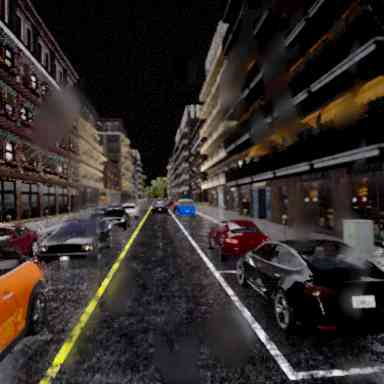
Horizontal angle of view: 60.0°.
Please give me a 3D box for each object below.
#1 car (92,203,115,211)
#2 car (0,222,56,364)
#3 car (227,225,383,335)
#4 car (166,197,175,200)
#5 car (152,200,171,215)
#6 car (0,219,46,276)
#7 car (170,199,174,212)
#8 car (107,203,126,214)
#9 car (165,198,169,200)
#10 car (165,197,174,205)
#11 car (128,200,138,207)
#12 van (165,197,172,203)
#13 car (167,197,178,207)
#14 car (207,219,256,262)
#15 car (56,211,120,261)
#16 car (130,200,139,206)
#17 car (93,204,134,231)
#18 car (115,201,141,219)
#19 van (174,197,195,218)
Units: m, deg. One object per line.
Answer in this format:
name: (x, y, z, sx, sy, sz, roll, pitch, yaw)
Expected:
car: (-8.974, 2.041, 33.580, 1.947, 1.339, 4.313, 0, -1, -6)
car: (-3.344, 1.445, 3.746, 2.097, 1.767, 4.553, -1, -1, -7)
car: (2.169, 1.577, 6.673, 1.947, 1.339, 4.313, 0, -1, -6)
car: (-3.439, 1.941, 62.100, 2.192, 1.841, 5.009, 0, -1, -6)
car: (-3.881, 2.002, 40.553, 1.994, 1.385, 4.181, -1, -1, -5)
car: (-6.732, 1.774, 11.410, 1.887, 1.381, 4.507, 0, -1, -6)
car: (-1.755, 1.985, 45.470, 1.887, 1.381, 4.507, 0, -1, -6)
car: (-10.095, 2.164, 44.664, 1.947, 1.339, 4.313, 0, -1, -6)
car: (-4.871, 2.053, 50.445, 1.837, 1.490, 4.892, -1, 0, -6)
car: (-5.680, 2.189, 84.270, 2.192, 1.841, 5.009, 0, -1, -6)
car: (-12.898, 2.489, 72.377, 1.802, 1.307, 4.206, 0, -1, -6)
van: (-6.801, 2.340, 95.354, 1.690, 1.788, 3.998, 0, -1, -6)
car: (-3.999, 2.003, 67.642, 2.192, 1.841, 5.009, 0, -1, -6)
car: (1.608, 1.654, 12.215, 1.802, 1.307, 4.206, 0, -1, -6)
car: (-4.320, 1.745, 13.204, 2.033, 1.411, 5.357, -1, -1, -6)
car: (-13.459, 2.551, 77.919, 1.802, 1.307, 4.206, 0, -1, -6)
car: (-5.325, 1.834, 23.193, 1.812, 1.442, 4.674, -1, 0, -6)
car: (-6.319, 1.947, 33.392, 1.812, 1.442, 4.674, -1, -1, -5)
van: (-0.636, 1.659, 34.388, 1.690, 1.788, 3.998, 0, -1, -6)
